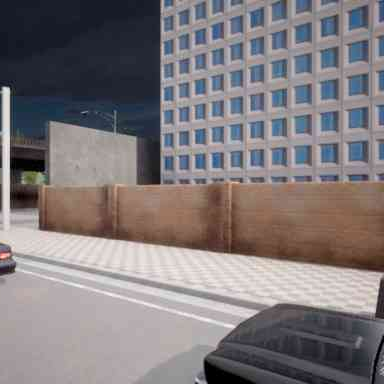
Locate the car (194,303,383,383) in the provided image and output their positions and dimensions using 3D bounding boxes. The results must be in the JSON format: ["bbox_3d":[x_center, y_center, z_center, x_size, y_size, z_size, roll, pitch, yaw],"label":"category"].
[{"bbox_3d":[2.352,1.601,2.307,4.718,1.301,1.895,0,0,36],"label":"car"}]

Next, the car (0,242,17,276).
[{"bbox_3d":[-6.762,1.547,8.821,5.357,1.411,2.033,0,0,36],"label":"car"}]
